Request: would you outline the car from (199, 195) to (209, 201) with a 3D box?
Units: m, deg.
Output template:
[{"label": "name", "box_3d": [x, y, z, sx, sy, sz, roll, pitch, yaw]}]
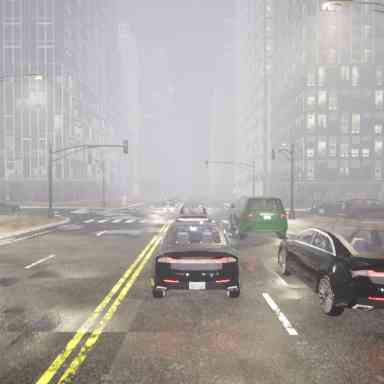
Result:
[{"label": "car", "box_3d": [3.029, 1.474, 81.614, 1.994, 1.385, 4.181, 0, 0, 0]}]

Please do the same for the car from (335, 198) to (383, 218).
[{"label": "car", "box_3d": [16.119, 1.518, 30.076, 5.009, 1.841, 2.192, 1, 0, 1]}]

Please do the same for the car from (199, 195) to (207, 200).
[{"label": "car", "box_3d": [3.004, 1.501, 91.277, 1.895, 1.301, 4.718, 0, 0, 0]}]

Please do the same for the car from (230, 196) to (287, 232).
[{"label": "car", "box_3d": [3.303, 1.212, 17.323, 2.150, 2.045, 5.566, 0, 0, 0]}]

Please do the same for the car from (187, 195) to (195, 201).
[{"label": "car", "box_3d": [-0.218, 1.454, 80.822, 2.033, 1.411, 5.357, 0, 0, 0]}]

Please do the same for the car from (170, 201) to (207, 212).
[{"label": "car", "box_3d": [0.052, 1.482, 17.747, 2.128, 1.511, 4.902, 0, 0, 0]}]

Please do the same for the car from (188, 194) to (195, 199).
[{"label": "car", "box_3d": [-0.247, 1.333, 91.270, 1.895, 1.301, 4.718, 0, 0, 0]}]

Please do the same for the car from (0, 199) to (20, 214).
[{"label": "car", "box_3d": [-19.483, 1.406, 33.154, 4.181, 1.385, 1.994, 1, 1, 1]}]

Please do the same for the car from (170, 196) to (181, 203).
[{"label": "car", "box_3d": [-3.442, 1.490, 70.586, 1.994, 1.385, 4.181, 0, 0, 0]}]

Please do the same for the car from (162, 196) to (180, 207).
[{"label": "car", "box_3d": [-3.481, 1.453, 51.349, 2.128, 1.511, 4.902, 0, 0, 0]}]

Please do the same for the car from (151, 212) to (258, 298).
[{"label": "car", "box_3d": [0.077, 1.487, 8.472, 2.128, 1.511, 4.902, 0, 0, 0]}]

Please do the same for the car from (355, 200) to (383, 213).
[{"label": "car", "box_3d": [21.705, 1.641, 38.377, 4.829, 1.417, 1.752, 1, 0, 1]}]

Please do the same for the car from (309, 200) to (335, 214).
[{"label": "car", "box_3d": [15.160, 1.605, 35.906, 4.892, 1.490, 1.837, 1, 1, 2]}]

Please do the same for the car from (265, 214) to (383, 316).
[{"label": "car", "box_3d": [3.327, 1.488, 7.462, 2.128, 1.511, 4.902, 0, 0, 0]}]
